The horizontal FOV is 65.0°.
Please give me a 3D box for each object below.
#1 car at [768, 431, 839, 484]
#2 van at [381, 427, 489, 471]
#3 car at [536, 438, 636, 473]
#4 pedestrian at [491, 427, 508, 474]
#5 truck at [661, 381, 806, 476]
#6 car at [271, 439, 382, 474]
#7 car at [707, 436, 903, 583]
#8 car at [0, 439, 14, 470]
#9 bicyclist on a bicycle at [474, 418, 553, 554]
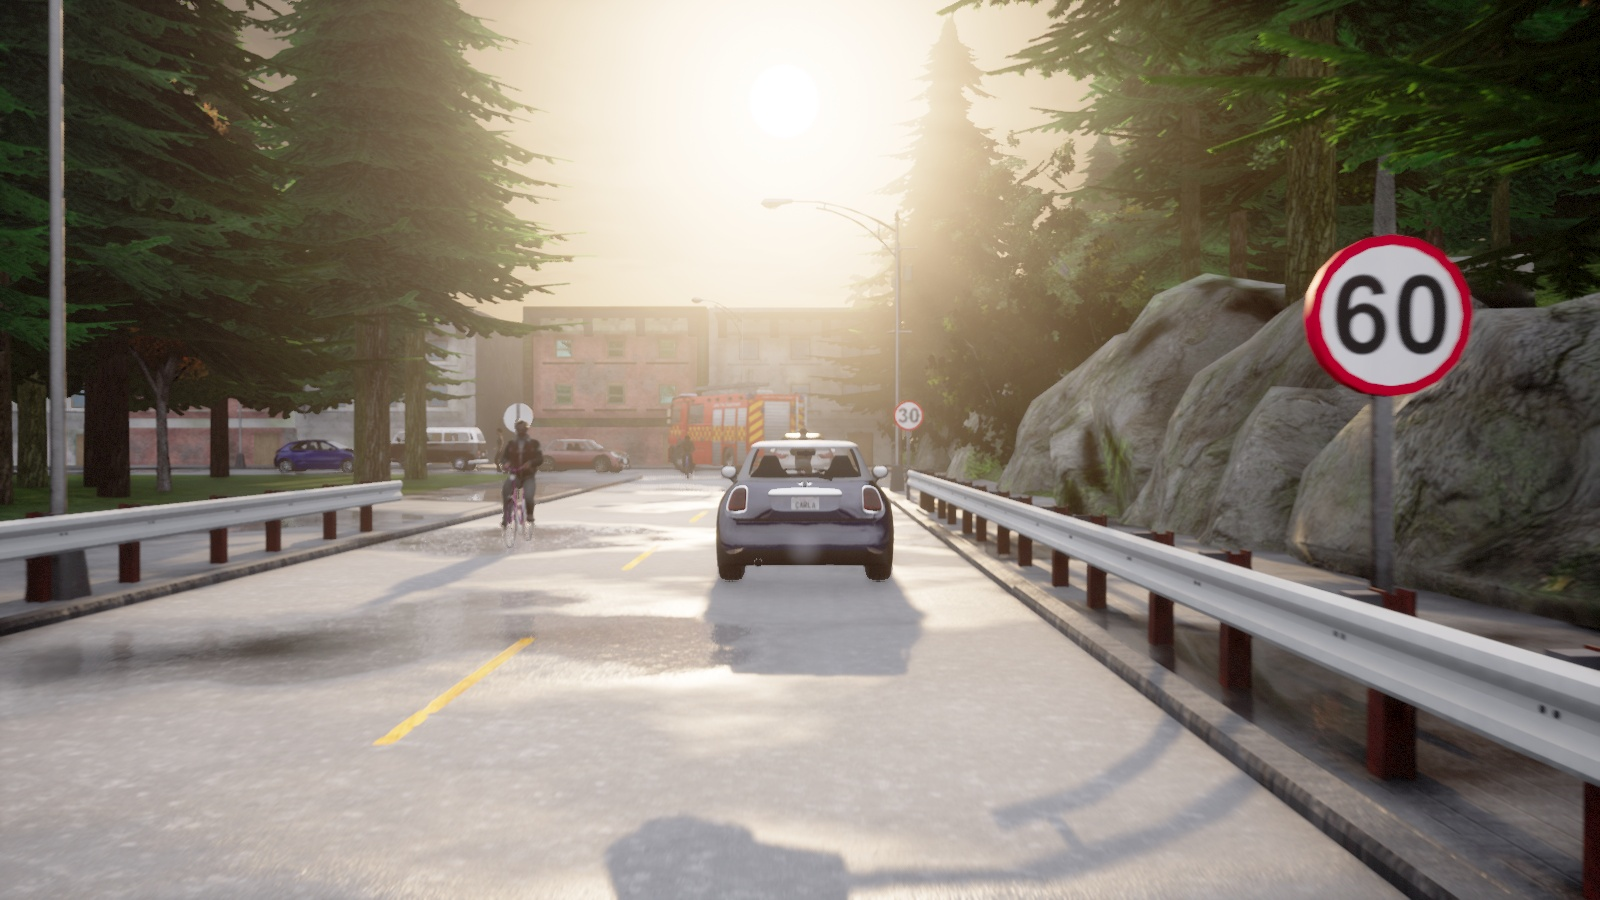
[{"bbox_3d":[0.105,0.231,41.833,2.242,1.667,4.611,0,0,0],"label":"car"},{"bbox_3d":[-17.129,-0.051,59.041,4.480,2.038,2.069,0,0,1],"label":"van"},{"bbox_3d":[-9.269,0.238,54.425,3.806,1.475,1.970,0,0,13],"label":"car"},{"bbox_3d":[-11.895,0.020,49.679,0.594,1.836,0.345,0,0,1],"label":"pedestrian"},{"bbox_3d":[-3.089,-0.893,55.184,2.891,3.827,8.468,0,0,-29],"label":"truck"},{"bbox_3d":[-20.722,0.271,55.071,4.193,1.474,1.816,0,0,0],"label":"car"},{"bbox_3d":[0.054,0.586,14.576,1.970,1.475,3.806,0,0,0],"label":"car"},{"bbox_3d":[-40.158,0.206,59.221,4.792,1.488,2.163,0,0,0],"label":"car"},{"bbox_3d":[-3.940,0.464,17.387,0.659,1.776,1.843,0,1,0],"label":"bicyclist on a bicycle"}]
